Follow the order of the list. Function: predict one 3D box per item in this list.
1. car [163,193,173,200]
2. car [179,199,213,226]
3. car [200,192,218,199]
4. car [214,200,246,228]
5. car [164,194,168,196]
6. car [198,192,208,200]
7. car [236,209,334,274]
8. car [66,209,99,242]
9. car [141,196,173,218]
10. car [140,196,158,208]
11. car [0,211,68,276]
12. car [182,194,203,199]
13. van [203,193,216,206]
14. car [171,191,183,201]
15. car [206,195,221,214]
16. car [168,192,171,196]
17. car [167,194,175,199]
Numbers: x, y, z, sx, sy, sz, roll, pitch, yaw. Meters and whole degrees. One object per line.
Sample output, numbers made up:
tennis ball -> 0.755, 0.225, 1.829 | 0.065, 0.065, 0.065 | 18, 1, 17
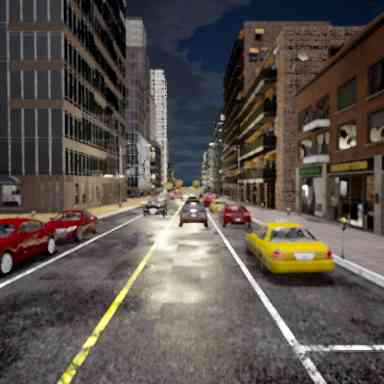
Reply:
car -> -5.696, 1.091, 78.523 | 1.967, 1.590, 4.097 | -1, 0, 0
car -> 0.094, 1.444, 22.154 | 2.033, 1.411, 5.357 | 0, 0, 0
car -> 2.658, 1.114, 44.214 | 2.192, 1.841, 5.009 | -1, 0, 0
car -> 2.669, 1.445, 21.425 | 1.887, 1.381, 4.507 | -1, 0, 0
car -> -5.687, 1.300, 55.733 | 2.008, 1.369, 4.403 | -1, 0, 0
car -> 2.649, 0.966, 78.400 | 2.192, 1.841, 5.009 | -1, 0, 0
car -> 2.672, 1.478, 10.199 | 1.752, 1.417, 4.829 | -1, 0, 0
car -> -5.675, 1.508, 15.850 | 1.802, 1.307, 4.206 | -1, 0, 0
car -> -3.104, 1.357, 29.021 | 2.128, 1.511, 4.902 | 0, 0, 0
car -> -5.684, 1.324, 44.168 | 1.752, 1.417, 4.829 | -1, 0, 0
car -> -5.675, 1.497, 10.152 | 1.887, 1.381, 4.507 | -1, 0, 0
car -> 0.089, 1.318, 41.041 | 1.837, 1.490, 4.892 | 0, 1, 0
van -> 2.657, 1.115, 49.911 | 1.690, 1.788, 3.998 | -1, 0, 0
car -> -3.017, 0.888, 70.475 | 2.150, 2.045, 5.566 | 0, 0, 0
car -> 2.666, 1.373, 32.990 | 1.752, 1.417, 4.829 | -1, 0, 0
car -> -5.691, 1.226, 66.959 | 1.752, 1.417, 4.829 | -1, 0, 0
car -> -5.696, 1.167, 89.920 | 1.947, 1.339, 4.313 | -1, 0, 0
